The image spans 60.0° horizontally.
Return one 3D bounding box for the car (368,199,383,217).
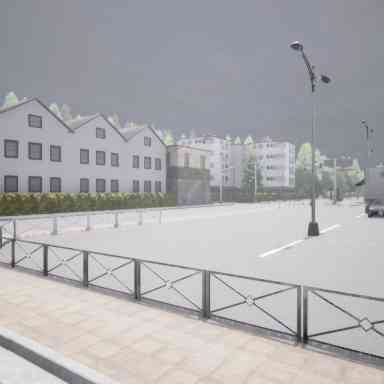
[{"bbox_3d":[15.443,1.298,26.791,2.007,1.523,4.514,0,0,35],"label":"car"}]
